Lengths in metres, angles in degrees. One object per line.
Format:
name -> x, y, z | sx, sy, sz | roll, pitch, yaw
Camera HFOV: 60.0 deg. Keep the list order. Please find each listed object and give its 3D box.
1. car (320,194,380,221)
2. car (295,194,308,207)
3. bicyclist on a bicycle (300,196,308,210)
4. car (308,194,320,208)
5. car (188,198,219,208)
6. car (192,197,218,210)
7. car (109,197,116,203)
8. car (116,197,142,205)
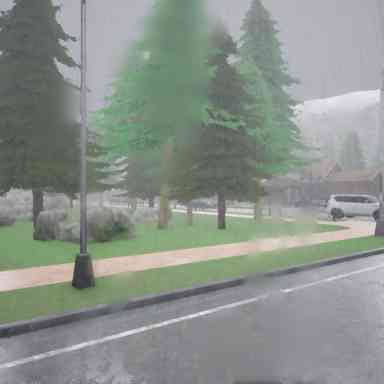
car -> 13.515, 1.208, 26.345 | 2.150, 2.045, 5.566 | 0, 0, -38
car -> 15.556, 1.161, 44.502 | 3.866, 1.878, 1.905 | 0, 0, -37
bicyclist on a bicycle -> 13.214, 1.267, 39.182 | 1.656, 1.620, 0.582 | 0, 0, -37
car -> 17.375, 1.160, 42.723 | 4.605, 1.855, 1.932 | 0, 0, -37
car -> 1.625, 1.587, 48.393 | 1.895, 1.301, 4.718 | 0, 0, -37
car -> 1.536, 1.338, 42.290 | 2.097, 1.767, 4.553 | 0, 0, -37
car -> -14.557, 1.474, 66.336 | 4.902, 1.511, 2.128 | -1, 0, 42
car -> -10.516, 1.495, 57.640 | 2.128, 1.511, 4.902 | 0, 0, -43
